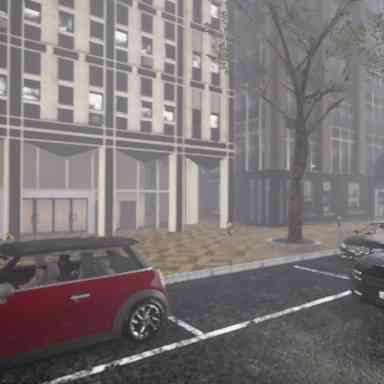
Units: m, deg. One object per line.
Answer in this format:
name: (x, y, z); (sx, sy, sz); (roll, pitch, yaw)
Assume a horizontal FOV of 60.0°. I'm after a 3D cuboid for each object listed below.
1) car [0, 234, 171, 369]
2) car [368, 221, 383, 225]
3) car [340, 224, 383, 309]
car: (-2.419, 1.448, 4.838); (4.097, 1.590, 1.967); (1, -1, -36)
car: (6.854, 1.680, 11.461); (4.403, 1.369, 2.008); (1, -1, -36)
car: (5.432, 1.569, 7.259); (5.008, 1.535, 1.882); (1, 0, -36)
